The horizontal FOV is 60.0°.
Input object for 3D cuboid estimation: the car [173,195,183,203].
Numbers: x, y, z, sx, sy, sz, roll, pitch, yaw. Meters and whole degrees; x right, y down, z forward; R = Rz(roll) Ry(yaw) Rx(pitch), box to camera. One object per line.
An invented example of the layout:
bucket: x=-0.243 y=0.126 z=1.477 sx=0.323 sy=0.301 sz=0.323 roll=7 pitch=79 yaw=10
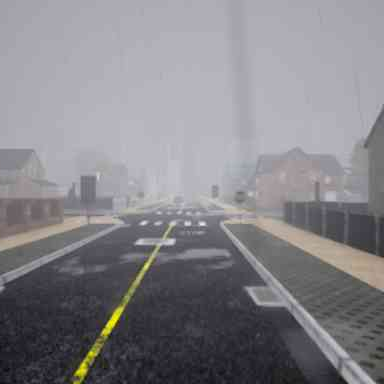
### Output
car: x=-2.743 y=1.467 z=66.645 sx=1.882 sy=1.535 sz=5.008 roll=0 pitch=0 yaw=0
